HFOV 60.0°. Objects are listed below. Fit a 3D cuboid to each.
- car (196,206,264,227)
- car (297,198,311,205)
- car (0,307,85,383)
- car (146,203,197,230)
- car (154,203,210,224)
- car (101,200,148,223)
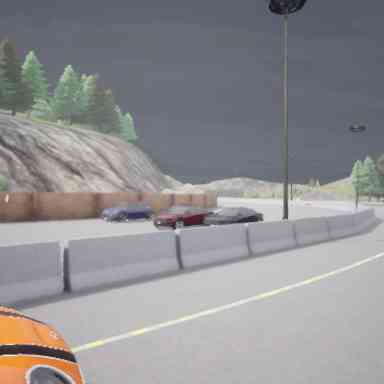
[{"bbox_3d":[2.744,1.696,21.240,1.882,1.535,5.008,0,-1,41],"label":"car"},{"bbox_3d":[19.683,1.856,58.502,1.812,1.442,4.674,0,-1,7],"label":"car"},{"bbox_3d":[-2.944,1.351,1.892,4.553,1.767,2.097,1,-1,-35],"label":"car"},{"bbox_3d":[-0.442,1.691,22.902,1.882,1.535,5.008,0,-1,41],"label":"car"},{"bbox_3d":[-0.728,1.737,27.924,1.882,1.535,5.008,0,-1,38],"label":"car"},{"bbox_3d":[-5.345,1.582,27.920,2.097,1.767,4.553,0,-1,41],"label":"car"}]
